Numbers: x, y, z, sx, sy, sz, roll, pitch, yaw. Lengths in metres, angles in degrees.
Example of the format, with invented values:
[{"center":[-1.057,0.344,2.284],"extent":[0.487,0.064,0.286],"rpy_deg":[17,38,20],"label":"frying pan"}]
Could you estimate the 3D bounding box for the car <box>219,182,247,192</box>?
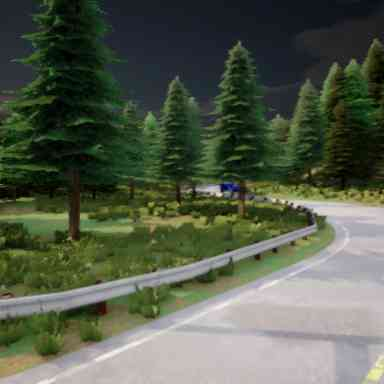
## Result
[{"center":[5.561,-0.723,45.440],"extent":[2.150,2.045,5.566],"rpy_deg":[-1,4,-18],"label":"car"}]
